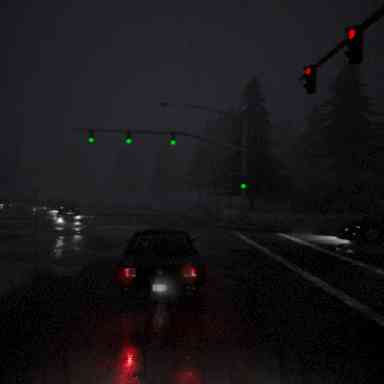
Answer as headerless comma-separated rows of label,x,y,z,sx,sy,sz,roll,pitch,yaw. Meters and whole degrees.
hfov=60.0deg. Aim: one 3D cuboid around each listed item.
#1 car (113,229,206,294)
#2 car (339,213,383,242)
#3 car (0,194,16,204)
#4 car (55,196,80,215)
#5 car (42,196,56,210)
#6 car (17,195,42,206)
car,-0.818,1.640,8.885,1.895,1.301,4.718,1,0,-5
car,10.109,1.821,17.608,4.181,1.385,1.994,1,0,-4
car,-30.690,1.094,52.703,4.674,1.442,1.812,1,0,26
car,-11.768,1.380,31.799,1.812,1.442,4.674,1,0,-23
car,-16.114,1.271,39.843,1.882,1.535,5.008,1,0,-36
car,-22.377,1.300,46.881,4.718,1.301,1.895,1,0,41
